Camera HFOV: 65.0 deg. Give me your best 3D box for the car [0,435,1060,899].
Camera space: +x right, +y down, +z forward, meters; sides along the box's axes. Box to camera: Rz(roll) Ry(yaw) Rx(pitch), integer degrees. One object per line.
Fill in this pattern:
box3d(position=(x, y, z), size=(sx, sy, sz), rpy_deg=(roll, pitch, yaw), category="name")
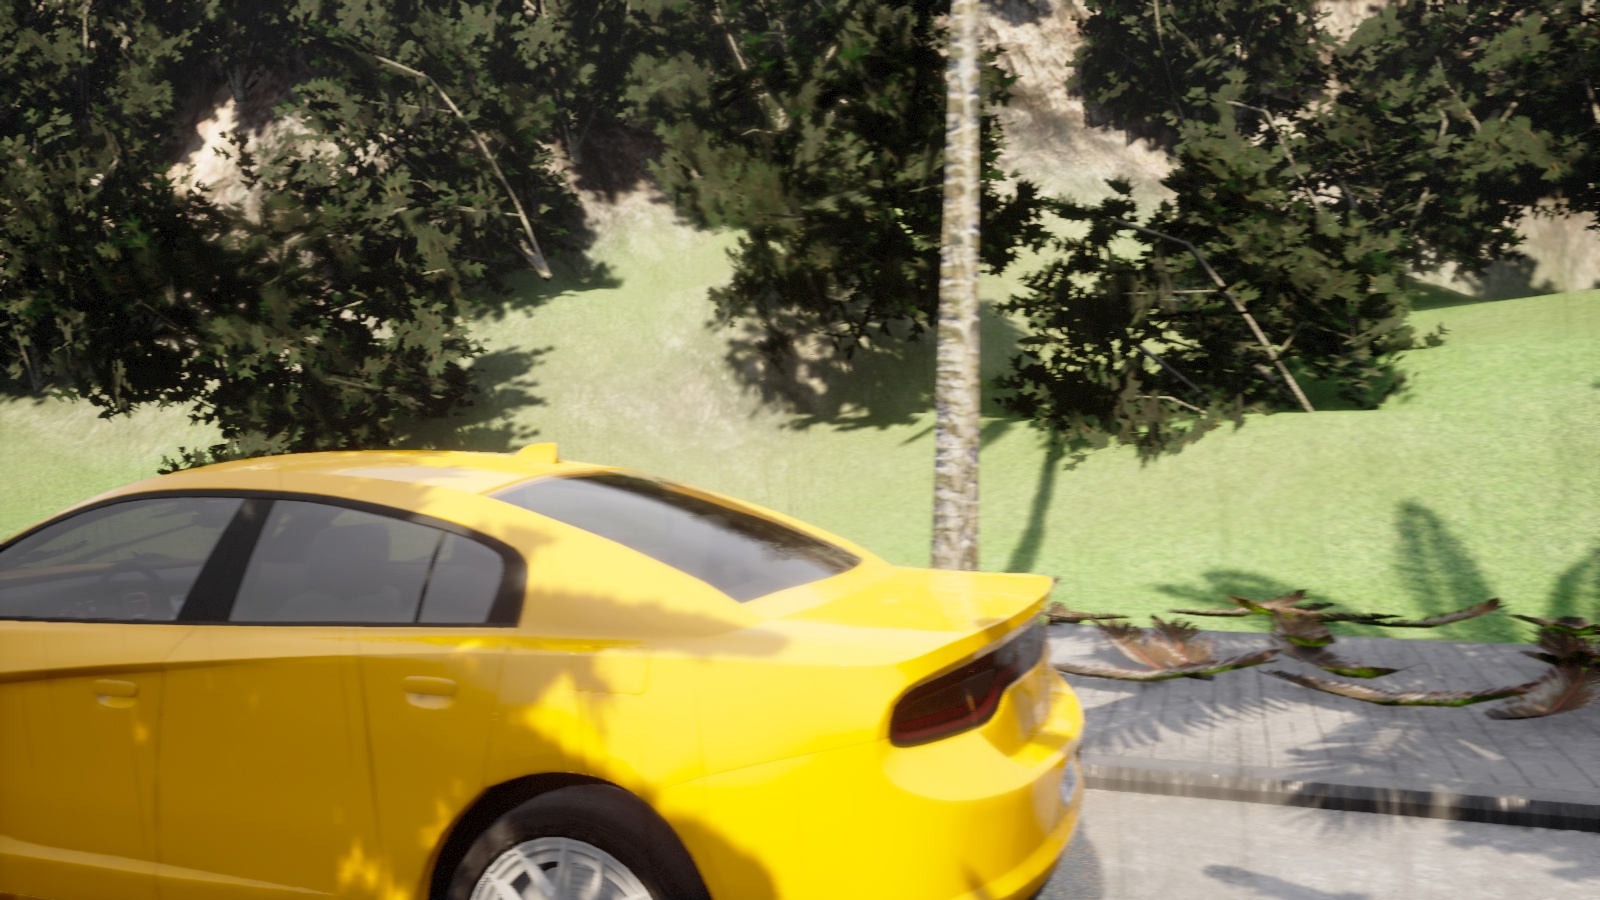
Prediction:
box3d(position=(-1.766, 0.728, 4.316), size=(5.008, 1.535, 1.882), rpy_deg=(1, 1, 19), category="car")
